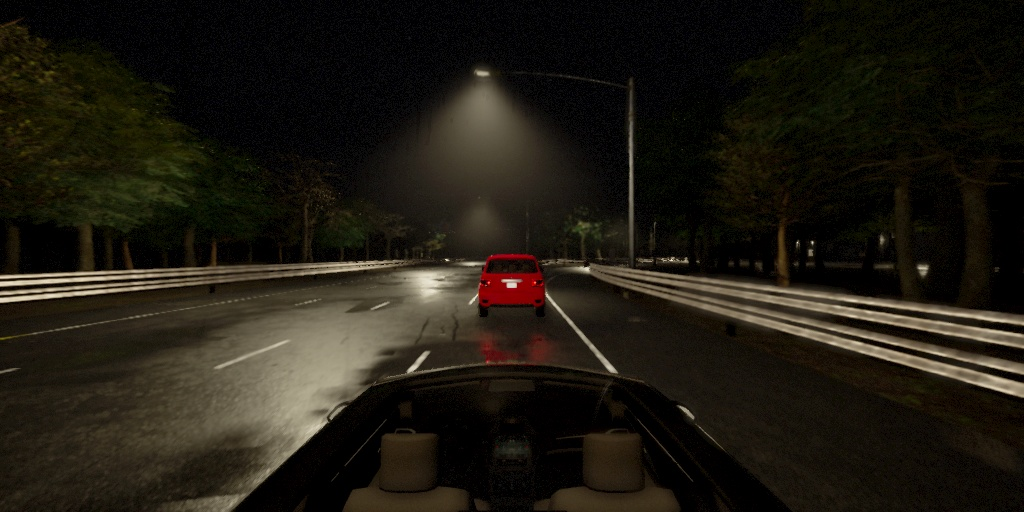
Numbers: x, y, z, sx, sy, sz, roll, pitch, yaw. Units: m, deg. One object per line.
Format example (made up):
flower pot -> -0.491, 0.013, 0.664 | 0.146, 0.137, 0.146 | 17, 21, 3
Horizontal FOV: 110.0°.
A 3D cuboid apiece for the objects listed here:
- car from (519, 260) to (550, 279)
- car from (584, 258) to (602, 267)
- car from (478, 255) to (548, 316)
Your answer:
car -> 2.227, 1.204, 33.556 | 2.128, 1.511, 4.902 | 0, 0, 13
car -> 13.864, 1.167, 61.054 | 1.837, 1.490, 4.892 | -1, 0, 33
car -> 0.013, 0.978, 13.430 | 2.150, 2.045, 5.566 | 0, 0, 0
